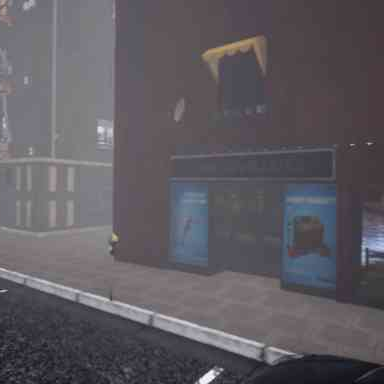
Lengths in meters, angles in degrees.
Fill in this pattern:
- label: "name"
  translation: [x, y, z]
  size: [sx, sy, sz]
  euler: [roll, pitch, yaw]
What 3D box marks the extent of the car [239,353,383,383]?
- label: "car"
  translation: [2.003, 1.573, 1.431]
  size: [4.313, 1.339, 1.947]
  euler: [0, 1, 36]
